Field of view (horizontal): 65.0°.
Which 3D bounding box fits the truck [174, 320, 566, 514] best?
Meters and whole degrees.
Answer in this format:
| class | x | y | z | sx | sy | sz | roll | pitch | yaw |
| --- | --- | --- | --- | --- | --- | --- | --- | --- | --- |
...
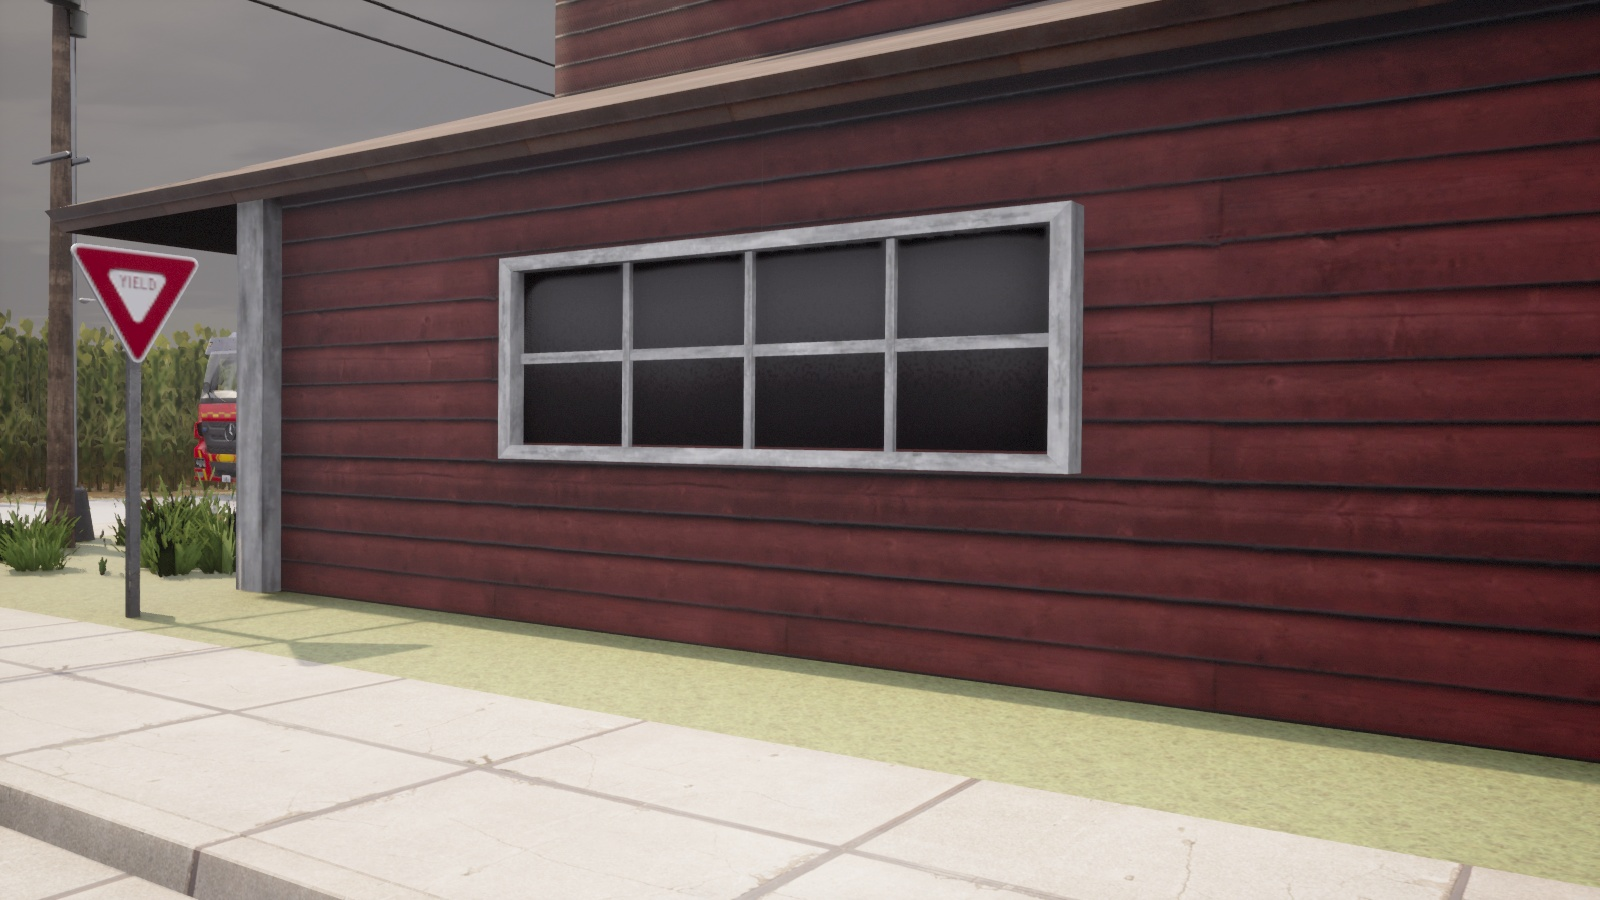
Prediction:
| class | x | y | z | sx | sy | sz | roll | pitch | yaw |
| --- | --- | --- | --- | --- | --- | --- | --- | --- | --- |
| truck | -9.516 | -0.717 | 29.022 | 2.891 | 3.827 | 8.468 | 0 | 1 | 35 |
